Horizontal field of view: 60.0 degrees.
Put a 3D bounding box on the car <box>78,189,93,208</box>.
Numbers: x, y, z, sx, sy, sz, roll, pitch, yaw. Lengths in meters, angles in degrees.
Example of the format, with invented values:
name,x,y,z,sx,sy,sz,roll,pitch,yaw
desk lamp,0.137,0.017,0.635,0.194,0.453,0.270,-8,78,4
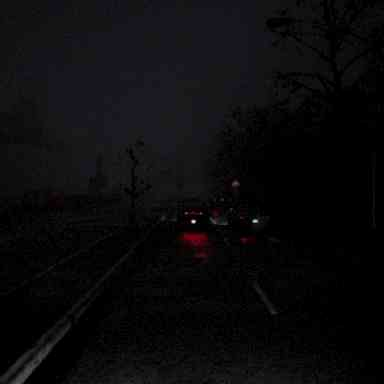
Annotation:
name,x,y,z,sx,sy,sz,roll,pitch,yaw
car,-13.873,0.697,35.566,5.566,2.045,2.435,-1,1,-20

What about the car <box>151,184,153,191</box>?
name,x,y,z,sx,sy,sz,roll,pitch,yaw
car,-13.948,-0.610,92.500,4.553,1.767,2.185,-2,2,-20

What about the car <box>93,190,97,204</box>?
name,x,y,z,sx,sy,sz,roll,pitch,yaw
car,-13.890,0.884,38.539,4.892,1.521,2.231,-1,2,-20

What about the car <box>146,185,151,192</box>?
name,x,y,z,sx,sy,sz,roll,pitch,yaw
car,-13.941,-0.434,83.488,5.566,2.045,2.435,-1,2,-20

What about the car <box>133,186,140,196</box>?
name,x,y,z,sx,sy,sz,roll,pitch,yaw
car,-14.079,0.221,68.427,5.366,1.575,1.946,-1,2,-20

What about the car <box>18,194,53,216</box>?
name,x,y,z,sx,sy,sz,roll,pitch,yaw
car,-13.887,1.179,26.606,4.674,1.452,2.002,-1,1,-20

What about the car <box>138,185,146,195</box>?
name,x,y,z,sx,sy,sz,roll,pitch,yaw
car,-13.886,-0.177,74.511,5.566,2.045,2.435,-1,1,-20

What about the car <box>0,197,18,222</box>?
name,x,y,z,sx,sy,sz,roll,pitch,yaw
car,-13.861,1.280,20.650,4.792,1.488,2.163,-1,1,-20

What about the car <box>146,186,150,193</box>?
name,x,y,z,sx,sy,sz,roll,pitch,yaw
car,-13.739,-0.101,80.570,5.366,1.575,1.946,-1,1,-20

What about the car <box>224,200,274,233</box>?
name,x,y,z,sx,sy,sz,roll,pitch,yaw
car,3.082,1.361,18.183,1.994,1.385,4.181,0,1,0

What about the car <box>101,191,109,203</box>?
name,x,y,z,sx,sy,sz,roll,pitch,yaw
car,-13.870,0.625,44.510,4.553,1.767,2.185,-1,2,-20

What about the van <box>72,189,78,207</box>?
name,x,y,z,sx,sy,sz,roll,pitch,yaw
van,-13.788,0.786,32.614,4.442,1.987,1.878,-1,1,-20

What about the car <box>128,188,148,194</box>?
name,x,y,z,sx,sy,sz,roll,pitch,yaw
car,-13.939,-0.250,86.495,4.792,1.488,2.163,-1,2,-20

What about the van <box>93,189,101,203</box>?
name,x,y,z,sx,sy,sz,roll,pitch,yaw
van,-14.008,0.594,41.473,4.442,1.987,1.878,-1,2,-20

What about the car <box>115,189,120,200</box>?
name,x,y,z,sx,sy,sz,roll,pitch,yaw
car,-13.874,0.649,50.502,4.792,1.488,2.163,-1,1,-20

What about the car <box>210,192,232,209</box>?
name,x,y,z,sx,sy,sz,roll,pitch,yaw
car,3.064,0.802,35.794,2.097,1.767,4.553,0,1,0

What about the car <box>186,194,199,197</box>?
name,x,y,z,sx,sy,sz,roll,pitch,yaw
car,0.063,0.947,37.124,1.812,1.442,4.674,0,1,0

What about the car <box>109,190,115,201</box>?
name,x,y,z,sx,sy,sz,roll,pitch,yaw
car,-13.894,0.726,47.485,4.674,1.452,2.002,-1,2,-20

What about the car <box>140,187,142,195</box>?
name,x,y,z,sx,sy,sz,roll,pitch,yaw
car,-13.912,0.188,71.500,4.674,1.452,2.002,-1,1,-20

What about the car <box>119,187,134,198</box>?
name,x,y,z,sx,sy,sz,roll,pitch,yaw
car,-13.879,0.384,62.505,4.792,1.488,2.163,-1,1,-20

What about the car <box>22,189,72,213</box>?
name,x,y,z,sx,sy,sz,roll,pitch,yaw
car,-13.922,0.829,29.571,5.566,2.045,2.435,-1,2,-20

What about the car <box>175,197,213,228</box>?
name,x,y,z,sx,sy,sz,roll,pitch,yaw
car,0.081,1.272,20.027,1.837,1.490,4.892,0,1,0
